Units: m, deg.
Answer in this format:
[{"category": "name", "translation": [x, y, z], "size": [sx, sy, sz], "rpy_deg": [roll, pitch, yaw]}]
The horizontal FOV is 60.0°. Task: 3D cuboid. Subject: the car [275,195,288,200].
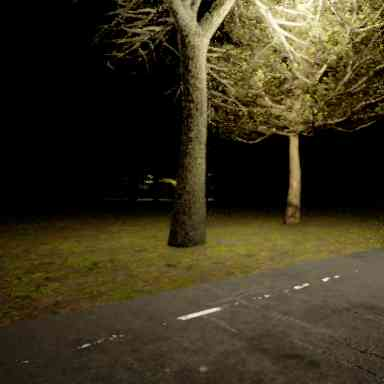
[{"category": "car", "translation": [23.807, 1.376, 84.788], "size": [2.033, 1.411, 5.357], "rpy_deg": [1, -2, -36]}]
